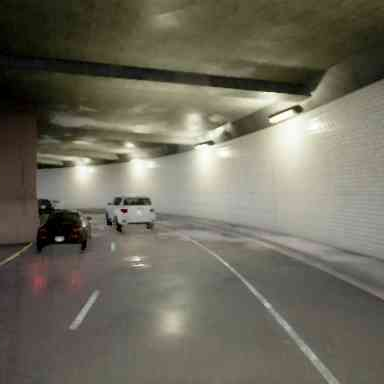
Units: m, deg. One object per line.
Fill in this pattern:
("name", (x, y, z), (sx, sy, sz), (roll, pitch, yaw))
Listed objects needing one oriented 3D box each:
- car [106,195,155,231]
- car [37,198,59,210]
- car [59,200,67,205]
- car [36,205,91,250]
("car", (-3.941, 1.193, 20.748), (2.150, 2.045, 5.566), (0, 0, -23))
("car", (-14.039, 1.341, 29.968), (2.097, 1.767, 4.553), (0, 0, -40))
("car", (-15.292, 1.507, 36.176), (4.674, 1.442, 1.812), (0, 0, 42))
("car", (-5.367, 1.516, 14.220), (1.812, 1.442, 4.674), (0, 0, -15))
